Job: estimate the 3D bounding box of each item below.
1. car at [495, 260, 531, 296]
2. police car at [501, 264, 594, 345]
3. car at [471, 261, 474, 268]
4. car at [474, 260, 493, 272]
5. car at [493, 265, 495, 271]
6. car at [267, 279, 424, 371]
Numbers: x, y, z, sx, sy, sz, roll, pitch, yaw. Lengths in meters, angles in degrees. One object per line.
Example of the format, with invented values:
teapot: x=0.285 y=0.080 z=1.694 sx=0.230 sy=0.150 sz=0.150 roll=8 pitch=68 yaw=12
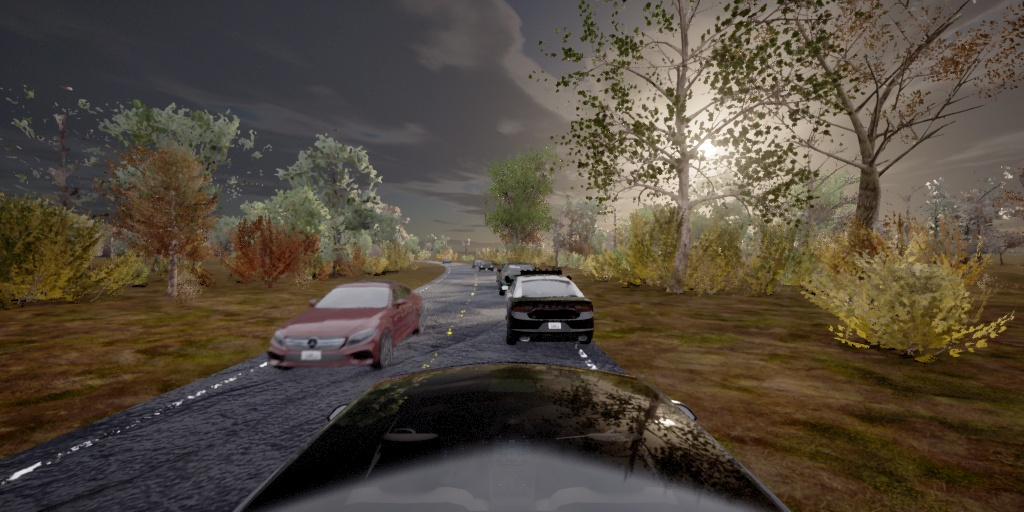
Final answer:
car: x=0.291 y=1.100 z=19.598 sx=2.097 sy=1.767 sz=4.553 roll=0 pitch=0 yaw=-4
police car: x=0.765 y=1.175 z=9.670 sx=1.930 sy=1.638 sz=5.238 roll=0 pitch=0 yaw=-2
car: x=-5.593 y=1.291 z=58.802 sx=2.033 sy=1.411 sz=5.357 roll=0 pitch=0 yaw=-11
car: x=-3.496 y=1.346 z=46.563 sx=1.895 sy=1.301 sz=4.718 roll=0 pitch=0 yaw=-9
car: x=-0.155 y=1.253 z=25.658 sx=1.837 sy=1.490 sz=4.892 roll=0 pitch=0 yaw=-5
car: x=-3.171 y=1.275 z=7.870 sx=1.812 sy=1.442 sz=4.674 roll=0 pitch=0 yaw=-2
